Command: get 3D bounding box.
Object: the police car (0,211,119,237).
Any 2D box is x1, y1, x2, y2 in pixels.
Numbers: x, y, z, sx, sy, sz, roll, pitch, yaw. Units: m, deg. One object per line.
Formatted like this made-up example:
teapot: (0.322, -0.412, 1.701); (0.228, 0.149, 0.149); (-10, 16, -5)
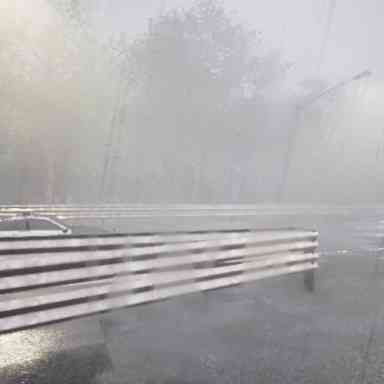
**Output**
police car: (-4.828, 1.419, 10.623); (4.974, 1.542, 2.038); (1, -1, -22)
